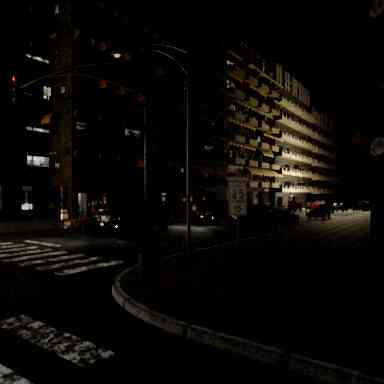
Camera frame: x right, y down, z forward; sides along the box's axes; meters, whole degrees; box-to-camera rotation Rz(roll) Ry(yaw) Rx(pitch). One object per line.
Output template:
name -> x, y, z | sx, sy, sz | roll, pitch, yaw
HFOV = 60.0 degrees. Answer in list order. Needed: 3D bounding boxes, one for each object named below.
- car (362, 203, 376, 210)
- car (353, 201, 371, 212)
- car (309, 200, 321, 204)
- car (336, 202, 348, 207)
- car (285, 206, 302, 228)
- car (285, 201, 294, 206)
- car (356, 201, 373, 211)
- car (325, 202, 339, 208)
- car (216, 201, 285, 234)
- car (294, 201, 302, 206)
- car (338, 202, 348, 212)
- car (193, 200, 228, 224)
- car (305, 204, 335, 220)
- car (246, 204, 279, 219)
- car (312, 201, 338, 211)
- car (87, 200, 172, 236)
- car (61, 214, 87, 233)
car -> 36.424, 2.971, 68.451 | 1.947, 1.339, 4.313 | -1, -2, 35
car -> 29.939, 2.522, 59.169 | 2.192, 1.841, 5.009 | -1, -2, 35
car -> 23.062, 2.771, 63.892 | 1.887, 1.381, 4.507 | -1, -2, 35
car -> 39.270, 3.282, 87.114 | 1.947, 1.339, 4.313 | -1, -2, 35
car -> 7.253, 2.043, 26.654 | 1.887, 1.381, 4.507 | -1, -2, 35
car -> 13.240, 2.446, 49.819 | 1.752, 1.417, 4.829 | -1, -2, 35
car -> 33.181, 2.622, 63.814 | 2.192, 1.841, 5.009 | -1, -2, 35
car -> 32.786, 3.067, 77.824 | 1.887, 1.381, 4.507 | -1, -2, 35
car -> 4.010, 1.711, 22.016 | 2.192, 1.841, 5.009 | -1, -2, 35
car -> 16.578, 2.340, 54.608 | 2.192, 1.841, 5.009 | -1, -2, 35
car -> 25.302, 2.626, 56.973 | 2.128, 1.511, 4.902 | 0, -1, 35
car -> 2.367, 1.728, 29.693 | 2.150, 2.045, 5.566 | 0, -1, 34
car -> 13.735, 2.284, 35.941 | 1.802, 1.307, 4.206 | -1, -2, 35
car -> 8.094, 2.191, 37.874 | 1.837, 1.490, 4.892 | 0, -1, 35
car -> 19.421, 2.456, 48.536 | 1.837, 1.490, 4.892 | 0, -1, 35
car -> -3.543, 1.540, 21.224 | 2.150, 2.045, 5.566 | 0, -1, 35
car -> -6.208, 1.834, 21.952 | 1.752, 1.417, 4.829 | -1, -2, 35
